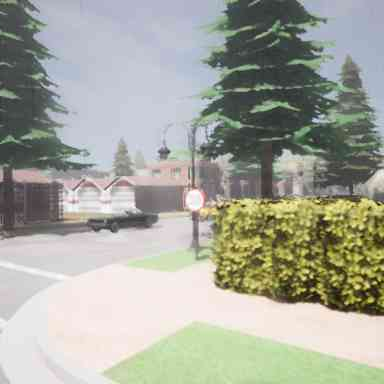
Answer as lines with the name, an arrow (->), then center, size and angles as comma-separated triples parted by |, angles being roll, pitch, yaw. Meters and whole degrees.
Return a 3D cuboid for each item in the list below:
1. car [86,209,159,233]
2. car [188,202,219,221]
car -> -4.292, 1.765, 21.030 | 1.895, 1.301, 4.718 | -1, -1, 35
car -> 1.622, 1.641, 29.279 | 1.882, 1.535, 5.008 | -1, -1, 36
